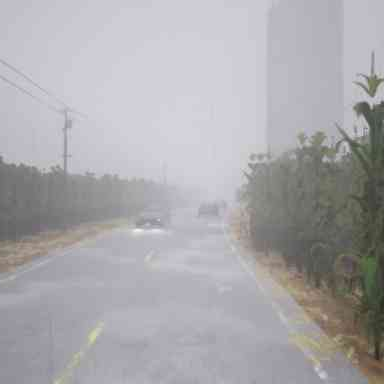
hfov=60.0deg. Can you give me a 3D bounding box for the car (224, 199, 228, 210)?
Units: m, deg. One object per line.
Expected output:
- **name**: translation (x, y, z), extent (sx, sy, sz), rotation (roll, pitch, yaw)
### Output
- **car**: translation (4.066, 1.744, 47.777), extent (2.128, 1.511, 4.902), rotation (0, 0, 10)

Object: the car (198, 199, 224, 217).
- **car**: translation (1.716, 1.659, 33.086), extent (2.128, 1.511, 4.902), rotation (0, 0, 8)

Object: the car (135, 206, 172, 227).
- **car**: translation (-2.614, 1.693, 23.813), extent (2.033, 1.411, 5.357), rotation (0, 0, 4)
